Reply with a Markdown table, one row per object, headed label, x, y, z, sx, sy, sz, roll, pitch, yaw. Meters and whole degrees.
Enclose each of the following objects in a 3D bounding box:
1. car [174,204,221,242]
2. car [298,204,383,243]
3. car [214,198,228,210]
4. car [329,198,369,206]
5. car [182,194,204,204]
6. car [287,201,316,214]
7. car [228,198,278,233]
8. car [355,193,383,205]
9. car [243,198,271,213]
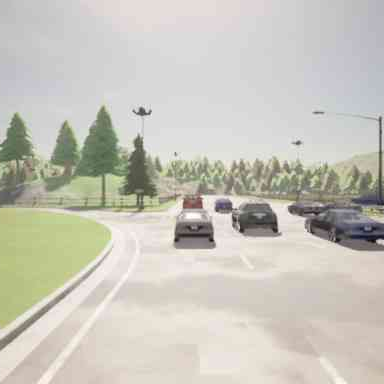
| label | x | y | z | sx | sy | sz | roll | pitch | yaw |
| --- | --- | --- | --- | --- | --- | --- | --- | --- | --- |
| car | 0.092 | 1.529 | 16.364 | 2.033 | 1.411 | 5.357 | 0 | 0 | 0 |
| car | 7.093 | 1.530 | 15.930 | 2.033 | 1.411 | 5.357 | 0 | 0 | 0 |
| car | 3.584 | 1.436 | 38.413 | 1.882 | 1.535 | 5.008 | 0 | 0 | 0 |
| car | 14.086 | 1.513 | 31.529 | 2.033 | 1.411 | 5.357 | 0 | 0 | 0 |
| car | 0.085 | 1.182 | 36.002 | 2.150 | 2.045 | 5.566 | 0 | 0 | 0 |
| car | 10.587 | 1.513 | 31.499 | 2.033 | 1.411 | 5.357 | 0 | 0 | 0 |
| car | 3.591 | 1.330 | 19.768 | 2.097 | 1.767 | 4.553 | 0 | 0 | 0 |
| car | 25.830 | 1.170 | 48.334 | 5.566 | 2.045 | 2.150 | 0 | 1 | 39 |
| car | 7.084 | 1.451 | 36.838 | 2.128 | 1.511 | 4.902 | 0 | 0 | 0 |
